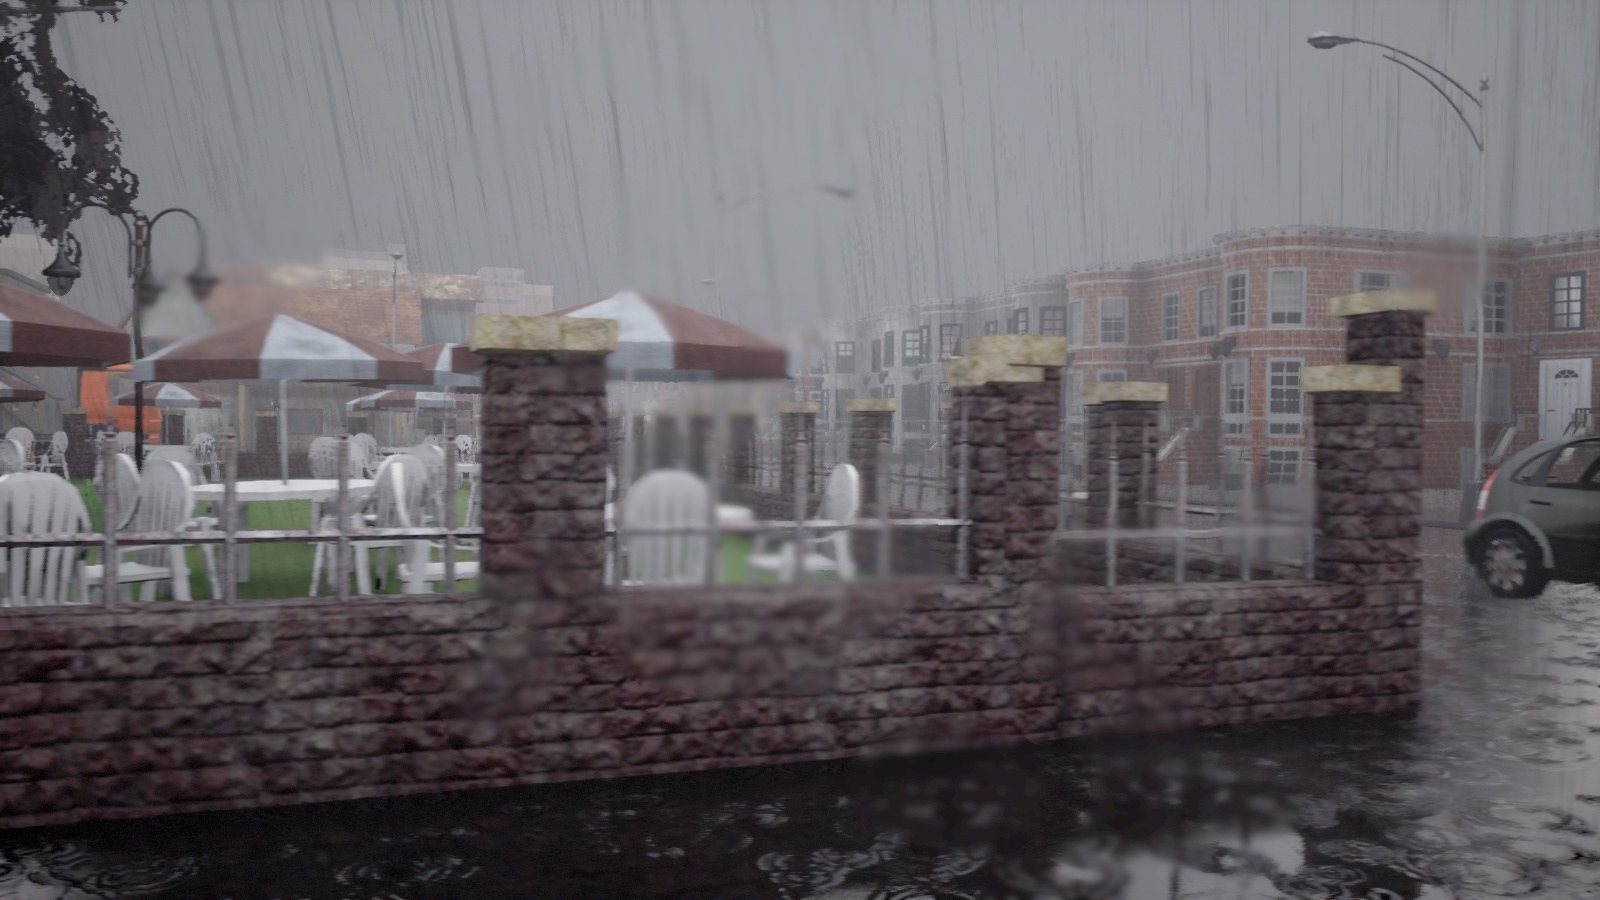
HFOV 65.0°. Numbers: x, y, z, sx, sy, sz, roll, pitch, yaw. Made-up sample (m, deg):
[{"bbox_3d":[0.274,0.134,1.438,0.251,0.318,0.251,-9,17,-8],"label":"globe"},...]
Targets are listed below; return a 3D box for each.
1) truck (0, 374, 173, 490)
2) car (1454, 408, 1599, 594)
[{"bbox_3d":[-23.993,-0.548,38.871,7.936,3.462,2.891,-1,1,-22],"label":"truck"},{"bbox_3d":[7.970,0.436,10.803,1.851,1.617,3.988,-1,1,-19],"label":"car"}]
